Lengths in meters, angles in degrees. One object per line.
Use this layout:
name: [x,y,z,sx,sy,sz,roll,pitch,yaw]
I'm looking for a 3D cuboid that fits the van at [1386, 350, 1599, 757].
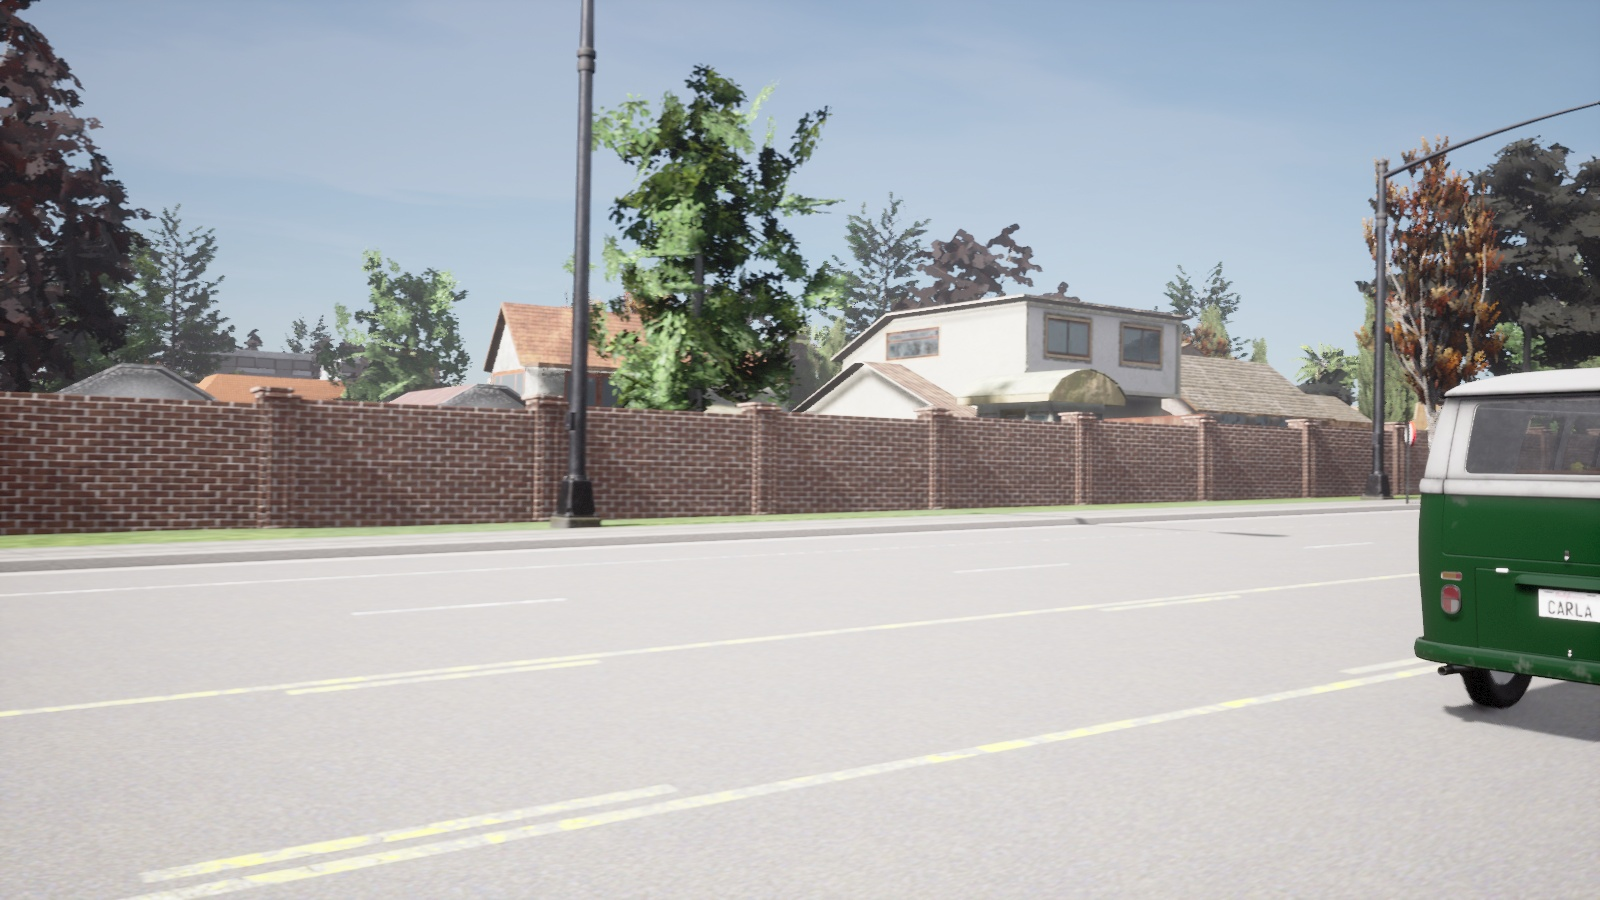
van: [5.611,0.507,7.563,4.442,1.987,1.775,0,0,-35]
